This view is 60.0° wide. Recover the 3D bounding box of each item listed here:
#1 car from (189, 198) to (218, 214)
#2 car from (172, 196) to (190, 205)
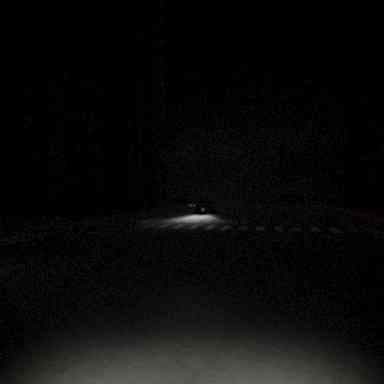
[{"bbox_3d":[1.545,1.408,34.131,2.128,1.511,4.902,0,0,12],"label":"car"},{"bbox_3d":[-1.514,1.446,57.674,2.033,1.411,5.357,0,0,-35],"label":"car"}]
